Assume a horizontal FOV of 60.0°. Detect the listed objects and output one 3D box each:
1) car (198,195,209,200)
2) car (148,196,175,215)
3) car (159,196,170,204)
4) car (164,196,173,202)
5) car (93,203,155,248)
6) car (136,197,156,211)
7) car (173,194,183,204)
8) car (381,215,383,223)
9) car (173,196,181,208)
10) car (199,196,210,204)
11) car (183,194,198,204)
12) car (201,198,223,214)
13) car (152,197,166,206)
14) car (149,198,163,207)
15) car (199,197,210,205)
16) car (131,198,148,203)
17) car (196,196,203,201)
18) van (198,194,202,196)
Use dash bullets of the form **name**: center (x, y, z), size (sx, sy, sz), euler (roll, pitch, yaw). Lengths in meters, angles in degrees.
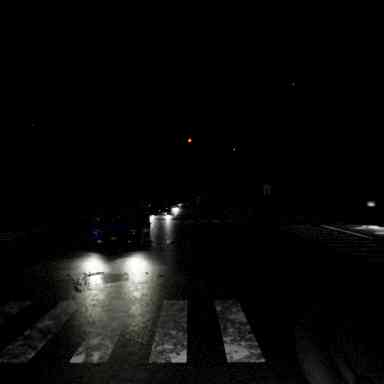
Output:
- **car**: center (2.362, 1.634, 52.728), size (1.947, 1.339, 4.313), euler (0, 0, 0)
- **car**: center (-3.148, 1.539, 34.708), size (1.837, 1.490, 4.892), euler (0, 0, 0)
- **car**: center (-5.640, 1.548, 69.271), size (1.967, 1.590, 4.097), euler (0, 0, 0)
- **car**: center (-5.625, 1.690, 80.292), size (2.008, 1.369, 4.403), euler (0, 0, 0)
- **car**: center (-2.983, 1.484, 14.998), size (1.882, 1.535, 5.008), euler (0, 0, -1)
- **car**: center (-5.677, 1.487, 41.717), size (1.967, 1.590, 4.097), euler (0, 0, 0)
- **car**: center (-3.004, 1.706, 67.935), size (1.994, 1.385, 4.181), euler (0, 0, 0)
- **car**: center (14.185, 1.510, 20.715), size (4.181, 1.385, 1.994), euler (0, 0, 0)
- **car**: center (-3.123, 1.664, 50.611), size (1.895, 1.301, 4.718), euler (0, 0, 0)
- **car**: center (2.355, 1.639, 47.217), size (1.802, 1.307, 4.206), euler (0, 0, 0)
- **car**: center (-0.259, 1.657, 63.761), size (1.994, 1.385, 4.181), euler (0, 0, 0)
- **car**: center (2.340, 1.604, 36.194), size (1.947, 1.339, 4.313), euler (0, 0, 0)
- **car**: center (-5.655, 1.631, 58.249), size (2.008, 1.369, 4.403), euler (0, 0, 0)
- **car**: center (-5.662, 1.650, 52.738), size (1.802, 1.307, 4.206), euler (0, 0, 0)
- **car**: center (2.377, 1.644, 63.749), size (2.008, 1.369, 4.403), euler (0, 0, 0)
- **car**: center (-5.685, 1.478, 36.206), size (1.967, 1.590, 4.097), euler (0, 0, 0)
- **car**: center (2.003, 1.693, 90.163), size (1.812, 1.442, 4.674), euler (0, 0, 0)
- **van**: center (2.370, 1.421, 58.238), size (1.690, 1.788, 3.998), euler (0, 0, 0)
